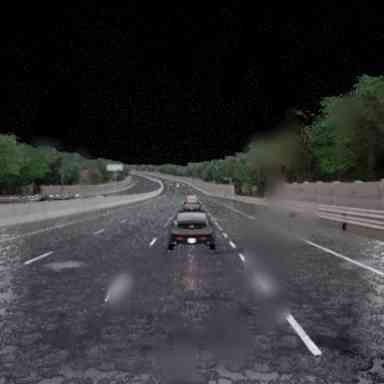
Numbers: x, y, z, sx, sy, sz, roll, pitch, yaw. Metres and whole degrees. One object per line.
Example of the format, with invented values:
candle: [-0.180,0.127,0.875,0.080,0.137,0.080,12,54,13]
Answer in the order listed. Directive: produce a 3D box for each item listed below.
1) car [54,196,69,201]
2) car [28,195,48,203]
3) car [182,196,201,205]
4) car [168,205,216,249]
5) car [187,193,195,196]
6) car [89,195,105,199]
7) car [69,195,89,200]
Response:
car: [-24.538,1.403,63.369,1.895,1.301,4.718,0,0,0]
car: [-28.035,1.337,60.763,2.128,1.511,4.902,0,0,0]
car: [-0.021,1.463,35.829,2.128,1.511,4.902,0,0,0]
car: [-0.008,1.517,14.562,1.837,1.490,4.892,0,0,0]
car: [-0.035,1.343,57.101,1.882,1.535,5.008,0,0,0]
car: [-17.545,1.361,63.434,1.812,1.442,4.674,0,1,0]
car: [-21.039,1.350,63.412,2.033,1.411,5.357,0,0,0]
